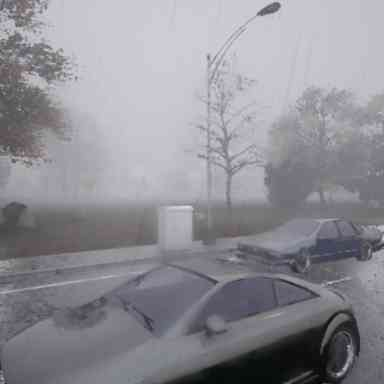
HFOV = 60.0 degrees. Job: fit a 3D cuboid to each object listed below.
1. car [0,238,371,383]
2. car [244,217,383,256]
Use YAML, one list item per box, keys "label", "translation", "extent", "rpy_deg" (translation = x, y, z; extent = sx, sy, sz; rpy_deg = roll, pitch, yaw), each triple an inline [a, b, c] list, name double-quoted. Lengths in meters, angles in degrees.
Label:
- label: "car"
  translation: [0.058, 1.554, 3.862]
  extent: [4.181, 1.385, 1.994]
  rpy_deg: [0, 0, -34]
- label: "car"
  translation: [3.955, 1.524, 10.632]
  extent: [5.357, 1.411, 2.033]
  rpy_deg: [0, 0, -32]
